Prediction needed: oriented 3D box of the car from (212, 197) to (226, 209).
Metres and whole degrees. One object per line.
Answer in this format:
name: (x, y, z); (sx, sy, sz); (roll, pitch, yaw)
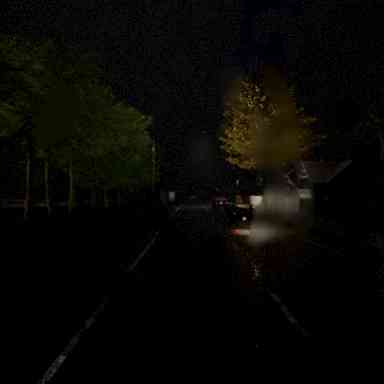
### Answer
car: (3.588, 1.378, 43.013); (2.033, 1.411, 5.357); (0, 0, 0)

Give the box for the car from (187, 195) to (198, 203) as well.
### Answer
car: (0.019, 1.364, 66.427); (2.097, 1.767, 4.553); (0, -1, 0)

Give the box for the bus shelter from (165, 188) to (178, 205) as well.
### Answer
bus shelter: (-3.510, 0.768, 56.415); (1.920, 2.740, 3.880); (0, 0, 0)

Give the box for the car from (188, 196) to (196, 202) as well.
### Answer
car: (0.000, 1.597, 80.311); (1.812, 1.442, 4.674); (0, -1, 0)

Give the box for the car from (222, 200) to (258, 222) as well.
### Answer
car: (3.544, 1.487, 24.618); (1.895, 1.301, 4.718); (0, 0, 1)
